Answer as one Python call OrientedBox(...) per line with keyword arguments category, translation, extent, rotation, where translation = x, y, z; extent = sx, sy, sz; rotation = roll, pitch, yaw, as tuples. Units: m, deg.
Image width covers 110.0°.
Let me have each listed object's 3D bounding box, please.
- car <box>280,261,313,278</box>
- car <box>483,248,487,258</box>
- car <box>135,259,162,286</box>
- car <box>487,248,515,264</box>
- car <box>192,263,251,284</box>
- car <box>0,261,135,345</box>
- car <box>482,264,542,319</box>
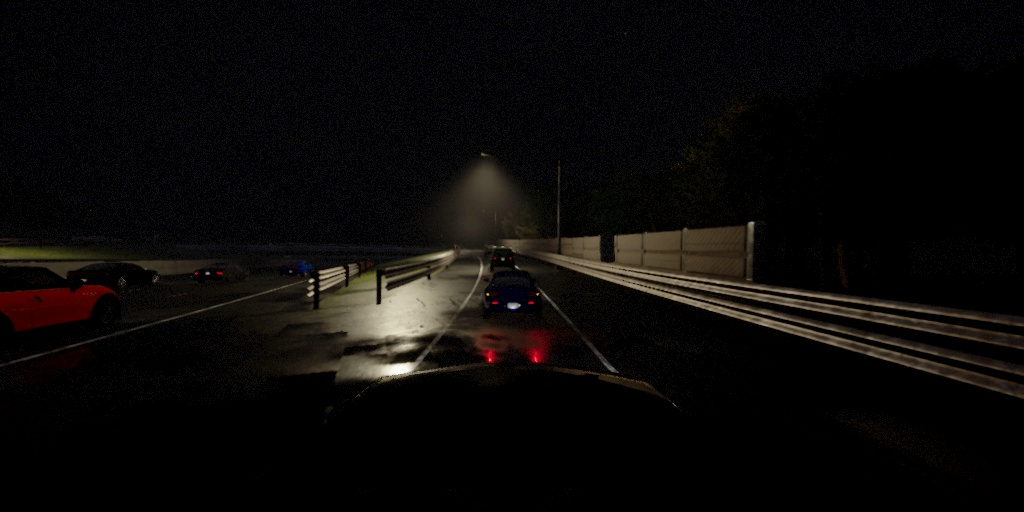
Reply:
OrientedBox(category="car", translation=(-19.807, 1.180, 33.111), extent=(1.882, 1.535, 5.008), rotation=(1, 0, -19))
OrientedBox(category="car", translation=(-3.502, -0.535, 57.347), extent=(1.882, 1.535, 5.008), rotation=(0, 2, -7))
OrientedBox(category="car", translation=(-22.885, 1.102, 20.830), extent=(1.882, 1.535, 5.008), rotation=(1, 0, -19))
OrientedBox(category="car", translation=(-0.922, 0.257, 32.569), extent=(2.150, 2.045, 5.566), rotation=(0, 2, -4))
OrientedBox(category="car", translation=(-21.023, 1.210, 26.191), extent=(2.033, 1.411, 5.357), rotation=(1, 0, -19))
OrientedBox(category="car", translation=(-11.145, 0.984, 7.771), extent=(2.097, 1.767, 4.553), rotation=(1, -1, -19))
OrientedBox(category="car", translation=(-0.017, 1.194, 12.386), extent=(1.812, 1.442, 4.674), rotation=(0, 1, -1))
